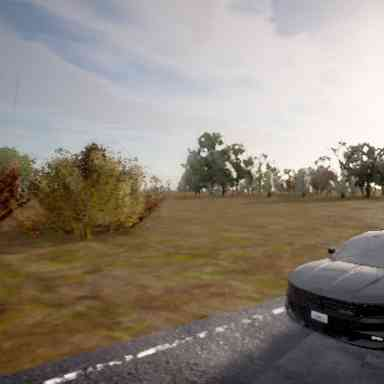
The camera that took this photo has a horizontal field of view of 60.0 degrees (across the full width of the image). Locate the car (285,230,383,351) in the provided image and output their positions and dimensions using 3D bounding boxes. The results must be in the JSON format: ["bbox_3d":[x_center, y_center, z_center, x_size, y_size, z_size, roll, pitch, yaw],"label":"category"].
[{"bbox_3d":[3.810,1.462,6.099,5.008,1.535,1.882,0,0,-36],"label":"car"}]
